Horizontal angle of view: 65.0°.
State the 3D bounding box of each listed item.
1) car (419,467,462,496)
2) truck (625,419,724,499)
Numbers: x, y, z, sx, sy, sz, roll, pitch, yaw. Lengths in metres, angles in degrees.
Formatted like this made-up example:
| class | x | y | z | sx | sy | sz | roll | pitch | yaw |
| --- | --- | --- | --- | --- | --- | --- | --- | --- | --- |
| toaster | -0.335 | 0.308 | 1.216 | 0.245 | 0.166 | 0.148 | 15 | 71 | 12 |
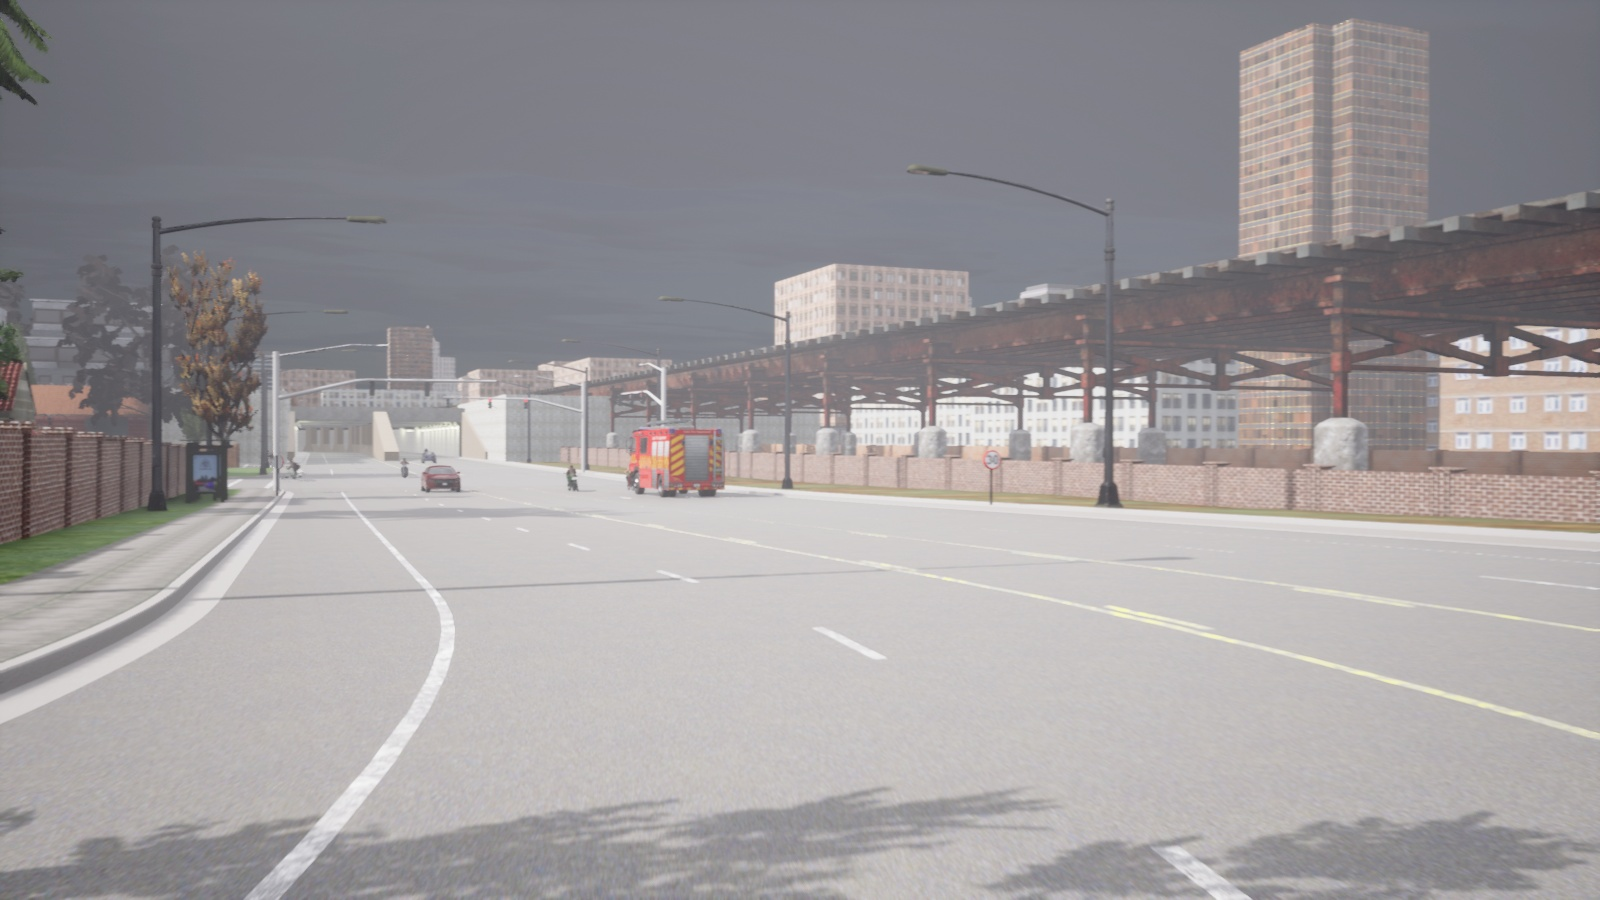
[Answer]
| class | x | y | z | sx | sy | sz | roll | pitch | yaw |
| --- | --- | --- | --- | --- | --- | --- | --- | --- | --- |
| car | -20.464 | 1.768 | 71.387 | 1.882 | 1.535 | 5.008 | -1 | 0 | -21 |
| truck | -6.570 | 0.468 | 64.552 | 2.891 | 3.827 | 8.468 | 0 | 0 | -21 |
